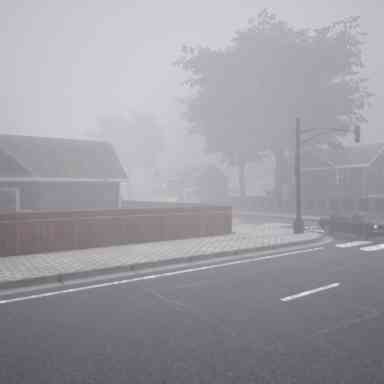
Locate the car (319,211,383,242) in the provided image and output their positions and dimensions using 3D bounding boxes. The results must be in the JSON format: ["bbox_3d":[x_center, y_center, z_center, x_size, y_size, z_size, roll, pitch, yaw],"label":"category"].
[{"bbox_3d":[8.379,1.644,16.613,1.895,1.301,4.718,0,-2,-8],"label":"car"}]

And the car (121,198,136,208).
[{"bbox_3d":[-10.461,1.863,50.211,1.812,1.442,4.674,-1,0,-29],"label":"car"}]

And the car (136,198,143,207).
[{"bbox_3d":[-9.390,1.684,54.220,2.097,1.767,4.553,-1,0,-28],"label":"car"}]
